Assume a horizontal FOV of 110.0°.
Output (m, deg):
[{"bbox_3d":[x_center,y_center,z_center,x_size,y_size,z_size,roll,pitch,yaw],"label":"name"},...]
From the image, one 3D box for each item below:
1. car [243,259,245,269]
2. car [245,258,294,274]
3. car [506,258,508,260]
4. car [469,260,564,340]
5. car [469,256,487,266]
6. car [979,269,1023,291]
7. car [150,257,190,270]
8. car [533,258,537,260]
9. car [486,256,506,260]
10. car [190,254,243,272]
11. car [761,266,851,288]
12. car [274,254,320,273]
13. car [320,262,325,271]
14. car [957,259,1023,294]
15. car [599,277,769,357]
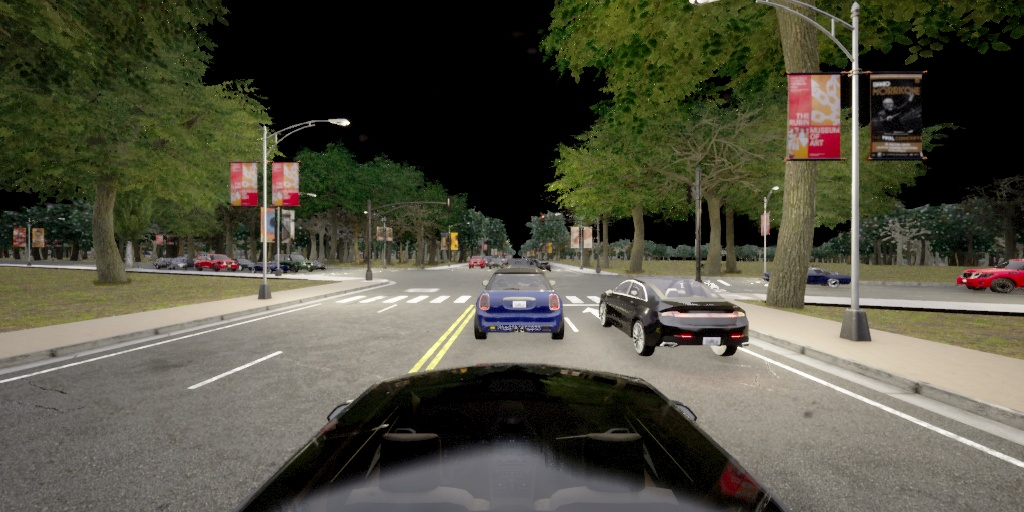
[{"bbox_3d":[-34.701,1.074,45.899,4.892,1.490,1.837,0,0,24],"label":"car"},{"bbox_3d":[-26.032,1.225,38.453,4.718,1.301,1.895,0,0,27],"label":"car"},{"bbox_3d":[-2.205,1.359,64.886,1.895,1.301,4.718,0,0,1],"label":"car"},{"bbox_3d":[0.192,1.102,10.150,2.097,1.767,4.553,0,0,1],"label":"car"},{"bbox_3d":[-5.626,0.978,57.962,2.150,2.045,5.566,0,0,1],"label":"car"},{"bbox_3d":[33.725,1.552,22.685,4.718,1.301,1.895,0,0,24],"label":"car"},{"bbox_3d":[-44.292,1.021,46.627,4.902,1.511,2.128,0,0,24],"label":"car"},{"bbox_3d":[4.105,1.259,47.637,1.837,1.490,4.892,0,0,1],"label":"car"},{"bbox_3d":[-2.397,1.108,55.895,2.097,1.767,4.553,0,0,1],"label":"car"},{"bbox_3d":[-35.099,0.797,42.508,5.566,2.045,2.150,0,0,24],"label":"car"},{"bbox_3d":[20.395,1.478,25.071,4.718,1.301,1.895,0,0,24],"label":"car"},{"bbox_3d":[-25.539,0.840,41.810,5.566,2.045,2.150,0,0,24],"label":"car"},{"bbox_3d":[-25.945,1.172,45.737,4.181,1.385,1.994,0,0,24],"label":"car"},{"bbox_3d":[30.128,1.157,20.728,5.566,2.045,2.150,0,0,24],"label":"car"},{"bbox_3d":[3.429,1.241,8.562,2.128,1.511,4.902,0,0,0],"label":"car"}]
